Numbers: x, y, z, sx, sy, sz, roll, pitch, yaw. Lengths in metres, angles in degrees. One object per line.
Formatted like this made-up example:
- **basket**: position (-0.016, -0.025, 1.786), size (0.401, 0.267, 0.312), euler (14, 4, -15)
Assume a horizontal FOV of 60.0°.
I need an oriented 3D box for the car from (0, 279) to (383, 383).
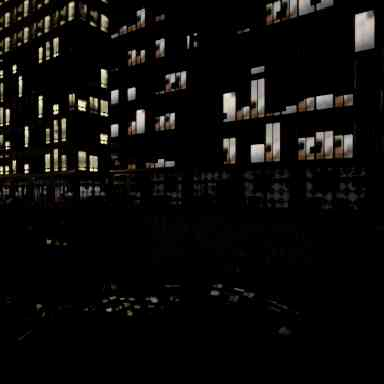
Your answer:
- **car**: position (-0.427, 1.566, 3.175), size (4.313, 1.339, 1.947), euler (0, 0, 36)
